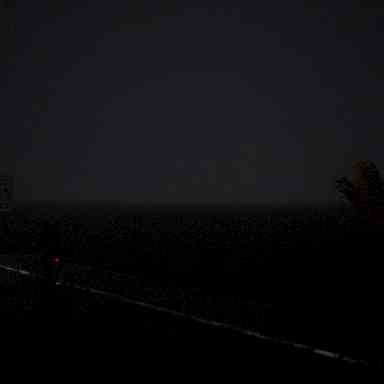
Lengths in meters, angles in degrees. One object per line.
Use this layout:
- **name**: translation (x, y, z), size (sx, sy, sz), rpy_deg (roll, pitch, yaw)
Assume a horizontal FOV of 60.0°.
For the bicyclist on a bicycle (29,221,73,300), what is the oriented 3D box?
- **bicyclist on a bicycle**: translation (-3.106, 1.470, 7.268), size (1.656, 1.620, 0.582), rpy_deg (0, 0, 36)
